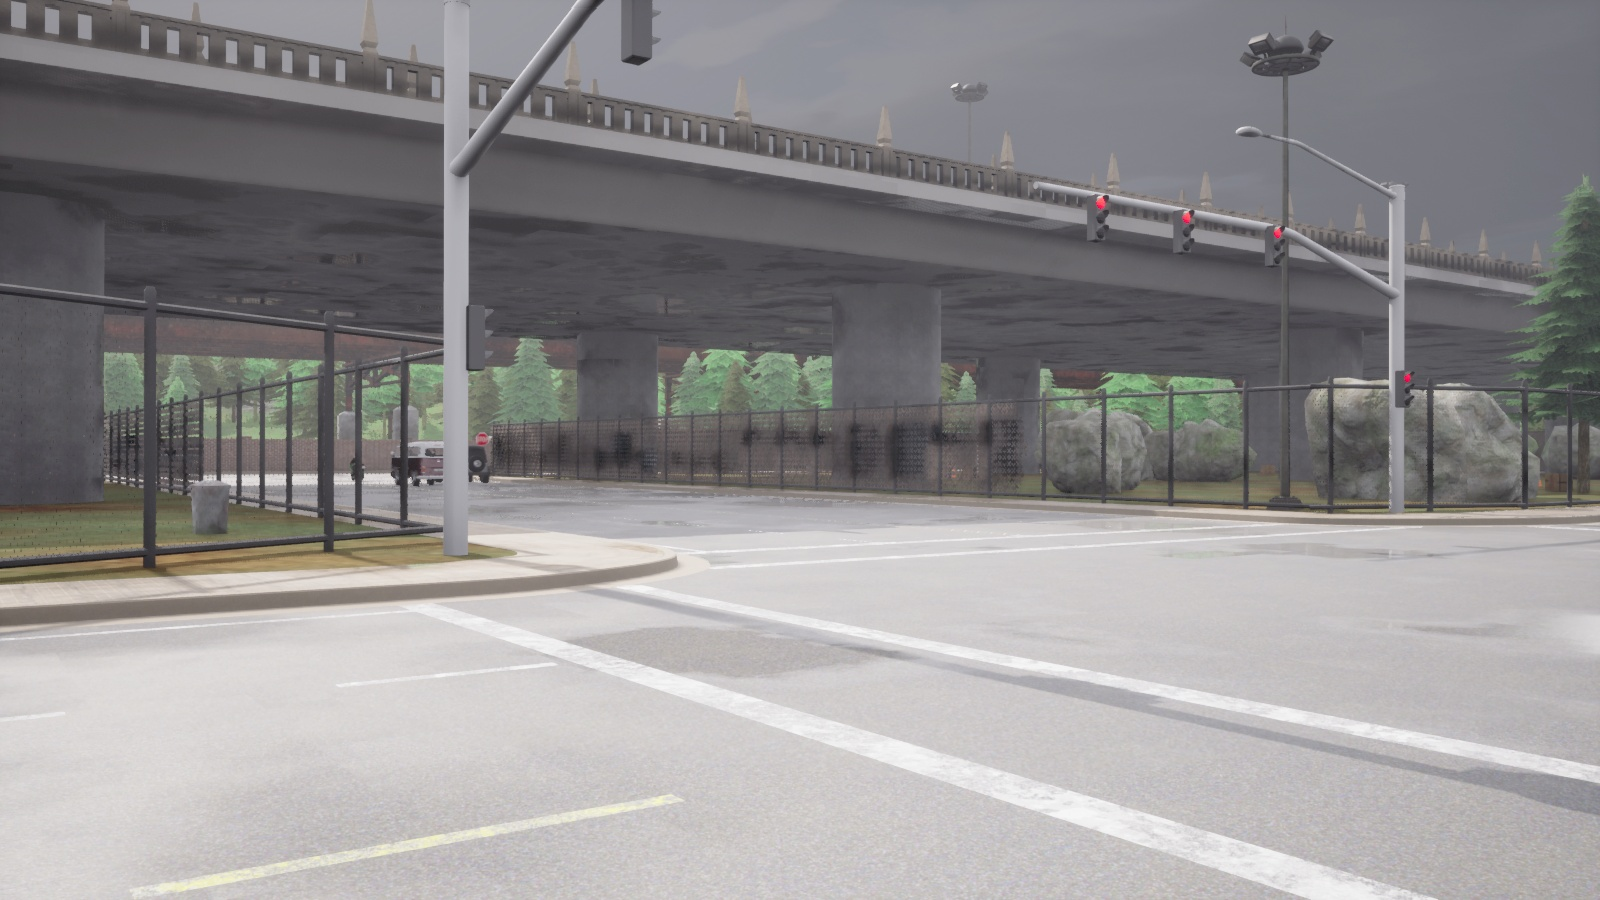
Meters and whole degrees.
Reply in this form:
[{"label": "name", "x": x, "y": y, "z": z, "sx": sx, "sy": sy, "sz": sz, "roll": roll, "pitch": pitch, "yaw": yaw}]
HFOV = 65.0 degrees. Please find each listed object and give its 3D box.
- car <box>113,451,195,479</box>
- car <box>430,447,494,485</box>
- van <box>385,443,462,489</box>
[{"label": "car", "x": -41.968, "y": 0.947, "z": 81.592, "sx": 4.553, "sy": 1.767, "sz": 2.097, "roll": 0, "pitch": 0, "yaw": -34}, {"label": "car", "x": -17.043, "y": 0.787, "z": 63.250, "sx": 1.905, "sy": 1.878, "sz": 3.866, "roll": 0, "pitch": 0, "yaw": -35}, {"label": "van", "x": -17.282, "y": 0.701, "z": 57.485, "sx": 2.069, "sy": 2.038, "sz": 4.480, "roll": 0, "pitch": 0, "yaw": -35}]
